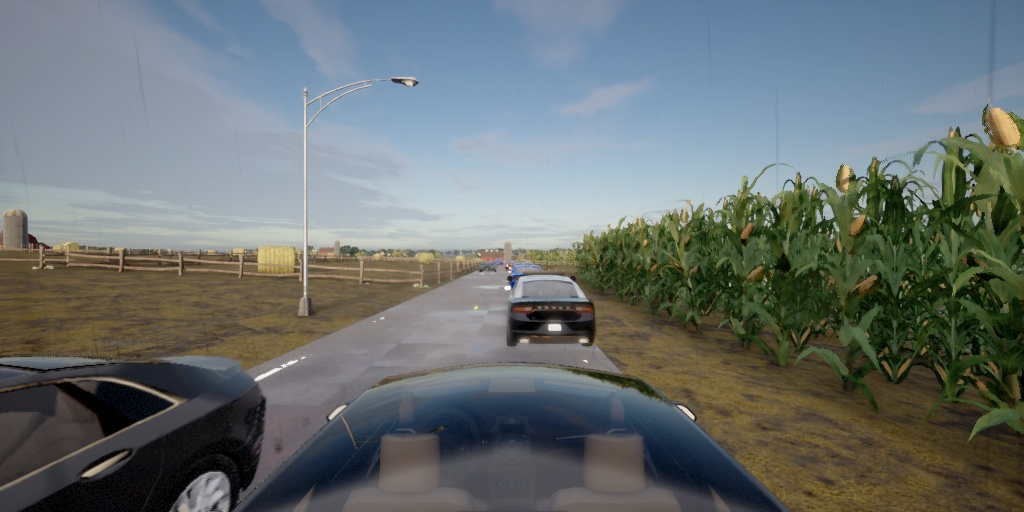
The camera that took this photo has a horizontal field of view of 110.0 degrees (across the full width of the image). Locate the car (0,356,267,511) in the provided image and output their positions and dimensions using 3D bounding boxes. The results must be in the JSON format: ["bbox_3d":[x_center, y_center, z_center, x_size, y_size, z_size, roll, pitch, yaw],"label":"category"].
[{"bbox_3d":[-2.850,1.255,0.838,1.837,1.490,4.892,0,0,0],"label":"car"}]

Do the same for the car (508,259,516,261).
[{"bbox_3d":[0.817,1.201,25.386,1.882,1.535,5.008,0,0,0],"label":"car"}]

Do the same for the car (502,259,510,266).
[{"bbox_3d":[0.026,1.295,47.739,1.895,1.301,4.718,0,0,0],"label":"car"}]

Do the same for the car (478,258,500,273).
[{"bbox_3d":[-2.857,1.259,42.598,1.994,1.385,4.181,0,0,0],"label":"car"}]

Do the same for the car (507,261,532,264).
[{"bbox_3d":[0.822,1.213,19.387,1.882,1.535,5.008,0,0,0],"label":"car"}]

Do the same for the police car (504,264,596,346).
[{"bbox_3d":[0.823,1.171,9.496,1.930,1.638,5.238,0,0,0],"label":"police car"}]
